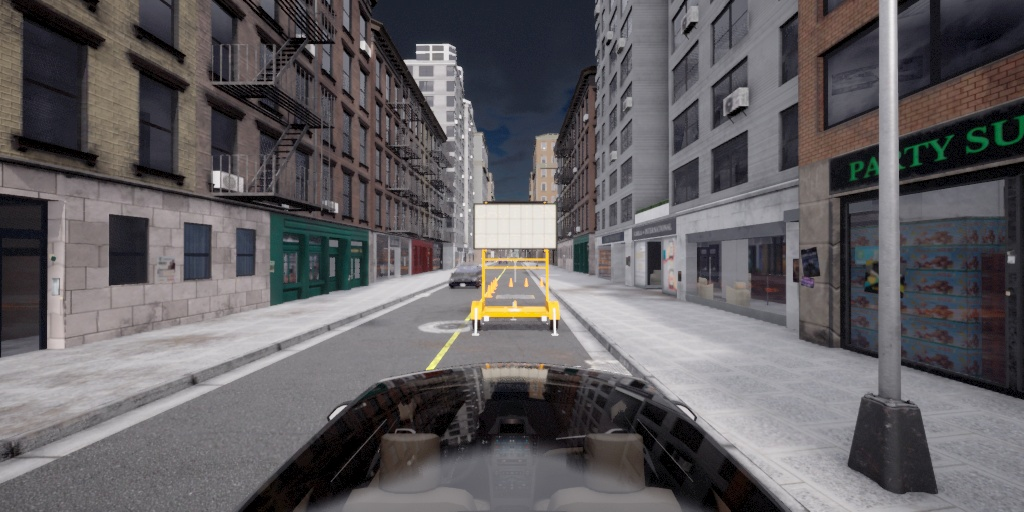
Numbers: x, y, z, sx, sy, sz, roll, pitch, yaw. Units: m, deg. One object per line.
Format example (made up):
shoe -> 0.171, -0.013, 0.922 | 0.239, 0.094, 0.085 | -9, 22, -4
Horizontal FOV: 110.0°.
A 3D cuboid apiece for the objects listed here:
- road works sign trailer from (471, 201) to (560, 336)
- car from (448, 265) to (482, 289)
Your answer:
road works sign trailer -> 0.098, 0.214, 10.428 | 2.380, 3.560, 2.880 | 0, 0, 1
car -> -2.791, 1.294, 23.210 | 2.033, 1.411, 5.357 | 0, 0, 1
